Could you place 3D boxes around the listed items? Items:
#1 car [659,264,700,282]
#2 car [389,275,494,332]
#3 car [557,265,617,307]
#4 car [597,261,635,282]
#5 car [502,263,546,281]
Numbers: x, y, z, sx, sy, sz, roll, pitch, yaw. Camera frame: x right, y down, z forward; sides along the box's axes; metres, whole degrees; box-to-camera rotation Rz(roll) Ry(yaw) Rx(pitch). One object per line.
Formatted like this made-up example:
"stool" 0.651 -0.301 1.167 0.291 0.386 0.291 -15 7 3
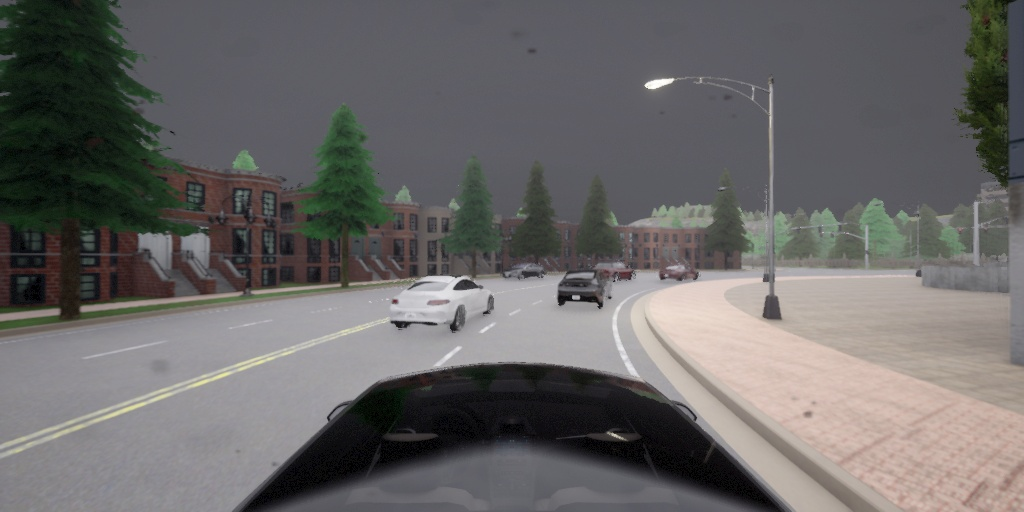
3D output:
"car" 14.483 1.442 31.098 4.674 1.442 1.812 0 -1 -41
"car" -1.972 1.317 11.086 1.812 1.442 4.674 0 0 13
"car" 3.359 1.331 16.019 1.837 1.490 4.892 -1 0 22
"car" 8.598 1.253 30.241 2.097 1.767 4.553 0 0 42
"car" 1.140 1.390 32.623 2.128 1.511 4.902 0 0 40
